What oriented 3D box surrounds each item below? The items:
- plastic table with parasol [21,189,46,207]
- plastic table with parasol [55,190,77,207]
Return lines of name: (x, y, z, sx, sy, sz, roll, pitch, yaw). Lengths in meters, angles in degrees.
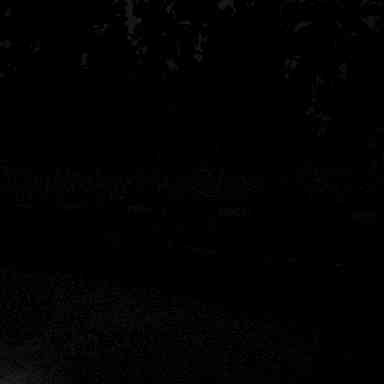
plastic table with parasol: (-22.533, 0.880, 47.434, 2.482, 2.480, 2.482, -1, 0, -6)
plastic table with parasol: (-18.929, 0.953, 49.984, 2.482, 2.480, 2.482, 2, 0, -8)
